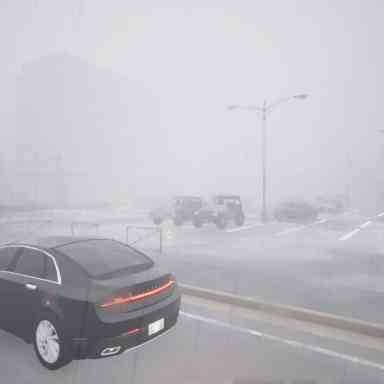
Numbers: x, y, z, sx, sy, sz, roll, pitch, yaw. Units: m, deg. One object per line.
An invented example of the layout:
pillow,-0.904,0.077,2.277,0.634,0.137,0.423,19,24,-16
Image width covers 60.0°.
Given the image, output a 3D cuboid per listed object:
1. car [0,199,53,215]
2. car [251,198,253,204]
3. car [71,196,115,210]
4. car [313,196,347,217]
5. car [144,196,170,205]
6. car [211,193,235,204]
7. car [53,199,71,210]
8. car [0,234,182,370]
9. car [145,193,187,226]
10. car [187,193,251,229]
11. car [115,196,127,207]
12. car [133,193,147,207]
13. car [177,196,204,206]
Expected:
car,-17.472,1.601,34.747,1.895,1.301,4.718,0,0,34
car,9.875,1.505,62.459,1.837,1.490,4.892,0,0,34
car,-12.470,1.526,42.157,1.812,1.442,4.674,0,0,34
car,13.778,1.395,33.149,1.970,1.475,3.806,0,0,34
car,-6.024,1.526,57.926,1.812,1.442,4.674,0,0,35
car,5.990,1.221,62.920,2.150,2.045,5.566,0,0,34
car,-17.143,1.547,41.500,2.033,1.411,5.357,0,0,34
car,-2.435,1.505,5.739,4.892,1.490,1.837,0,0,36
car,-0.635,1.153,21.887,1.932,1.855,4.605,0,0,34
car,1.729,1.156,20.217,1.905,1.878,3.866,0,0,34
car,-11.805,1.352,49.417,2.097,1.767,4.553,0,0,34
car,-6.582,1.221,50.867,2.150,2.045,5.566,0,0,34
car,-0.110,1.478,53.900,1.882,1.535,5.008,0,0,34
